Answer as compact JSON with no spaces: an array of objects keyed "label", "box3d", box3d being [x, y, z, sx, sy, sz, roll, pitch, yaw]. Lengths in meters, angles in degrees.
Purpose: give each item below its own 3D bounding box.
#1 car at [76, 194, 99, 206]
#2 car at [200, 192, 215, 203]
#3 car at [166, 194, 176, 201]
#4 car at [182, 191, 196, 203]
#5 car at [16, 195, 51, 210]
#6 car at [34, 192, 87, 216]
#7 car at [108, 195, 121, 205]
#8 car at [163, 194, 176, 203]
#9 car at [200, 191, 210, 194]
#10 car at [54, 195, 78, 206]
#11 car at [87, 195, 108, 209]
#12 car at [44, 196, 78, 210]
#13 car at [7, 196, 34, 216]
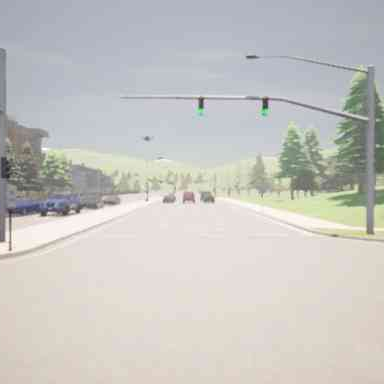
[{"label":"car","box3d":[-15.463,1.166,49.495,1.882,1.535,5.008,0,0,0]},{"label":"car","box3d":[2.939,1.140,57.929,1.837,1.490,4.892,0,0,-1]},{"label":"car","box3d":[-4.211,1.081,68.009,1.812,1.442,4.674,0,0,-1]},{"label":"car","box3d":[-0.555,0.859,57.506,2.150,2.045,5.566,0,0,-1]},{"label":"car","box3d":[-18.878,1.227,39.837,1.882,1.535,5.008,0,0,-1]},{"label":"car","box3d":[-11.755,1.031,30.215,2.150,2.045,5.566,0,0,-1]},{"label":"car","box3d":[-11.975,1.231,50.191,2.033,1.411,5.357,0,0,0]},{"label":"car","box3d":[-4.053,1.186,57.390,2.033,1.411,5.357,0,0,-1]},{"label":"car","box3d":[2.788,0.780,68.152,2.150,2.045,5.566,0,0,-1]},{"label":"car","box3d":[-18.960,1.188,50.270,1.837,1.490,4.892,0,0,-1]},{"label":"car","box3d":[-11.881,1.253,39.896,1.837,1.490,4.892,0,0,-1]},{"label":"car","box3d":[-15.376,1.243,39.441,2.128,1.511,4.902,0,0,-1]},{"label":"car","box3d":[-15.251,1.288,30.036,1.882,1.535,5.008,0,0,-1]}]
